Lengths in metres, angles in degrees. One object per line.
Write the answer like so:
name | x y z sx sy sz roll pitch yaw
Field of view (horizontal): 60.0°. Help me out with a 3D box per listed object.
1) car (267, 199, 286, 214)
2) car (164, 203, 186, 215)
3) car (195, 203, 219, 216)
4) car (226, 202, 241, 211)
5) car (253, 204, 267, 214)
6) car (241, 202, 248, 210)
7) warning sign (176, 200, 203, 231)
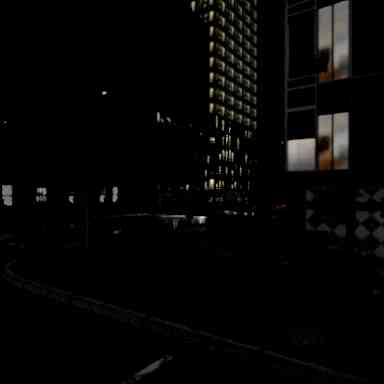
car | 12.868 2.048 46.314 2.150 2.045 5.566 0 -1 35
car | -1.577 2.126 42.118 1.812 1.442 4.674 0 -1 33
car | 1.637 2.128 41.103 1.837 1.490 4.892 0 -1 33
car | 7.701 2.362 56.366 2.033 1.411 5.357 0 -1 33
car | 10.570 2.396 48.716 1.994 1.385 4.181 0 -1 33
car | 10.434 2.168 54.607 2.033 1.411 5.357 0 -1 33
warning sign | -0.131 1.440 20.863 1.300 1.860 1.060 1 1 33
